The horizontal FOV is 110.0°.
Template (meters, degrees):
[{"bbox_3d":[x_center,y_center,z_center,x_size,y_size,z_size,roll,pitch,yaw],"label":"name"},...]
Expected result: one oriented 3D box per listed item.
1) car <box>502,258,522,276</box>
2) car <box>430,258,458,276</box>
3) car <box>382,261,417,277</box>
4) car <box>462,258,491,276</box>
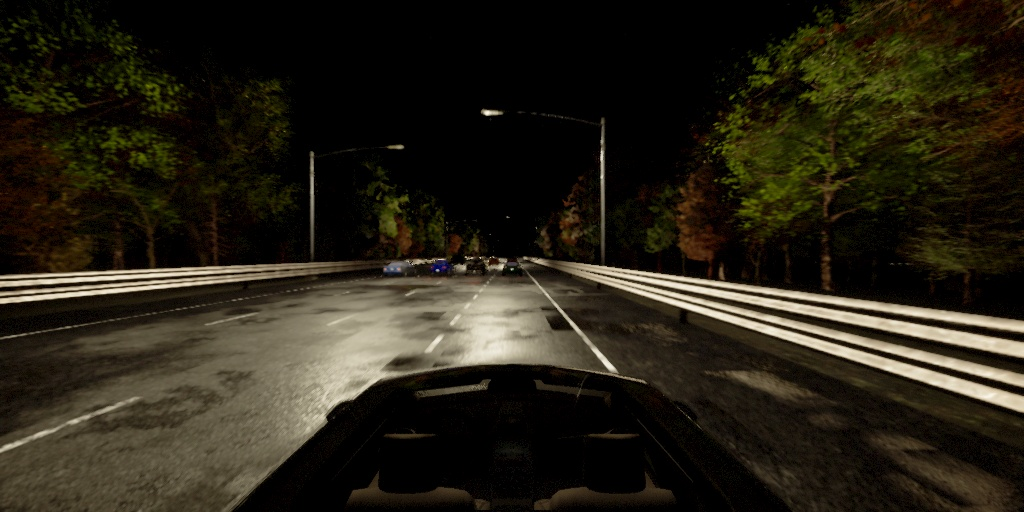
[{"bbox_3d":[0.039,1.214,36.056,1.994,1.385,4.181,0,0,1],"label":"car"},{"bbox_3d":[-6.962,1.174,35.954,1.812,1.442,4.674,0,0,1],"label":"car"},{"bbox_3d":[-10.481,1.202,33.821,2.033,1.411,5.357,0,0,0],"label":"car"},{"bbox_3d":[-3.462,1.157,35.654,1.837,1.490,4.892,0,1,1],"label":"car"}]
